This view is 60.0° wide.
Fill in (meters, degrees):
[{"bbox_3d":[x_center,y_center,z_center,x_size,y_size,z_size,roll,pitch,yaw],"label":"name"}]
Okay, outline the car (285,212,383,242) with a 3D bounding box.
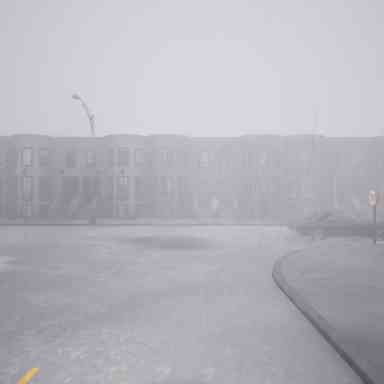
[{"bbox_3d":[7.048,1.601,15.883,4.718,1.301,1.895,0,0,0],"label":"car"}]
